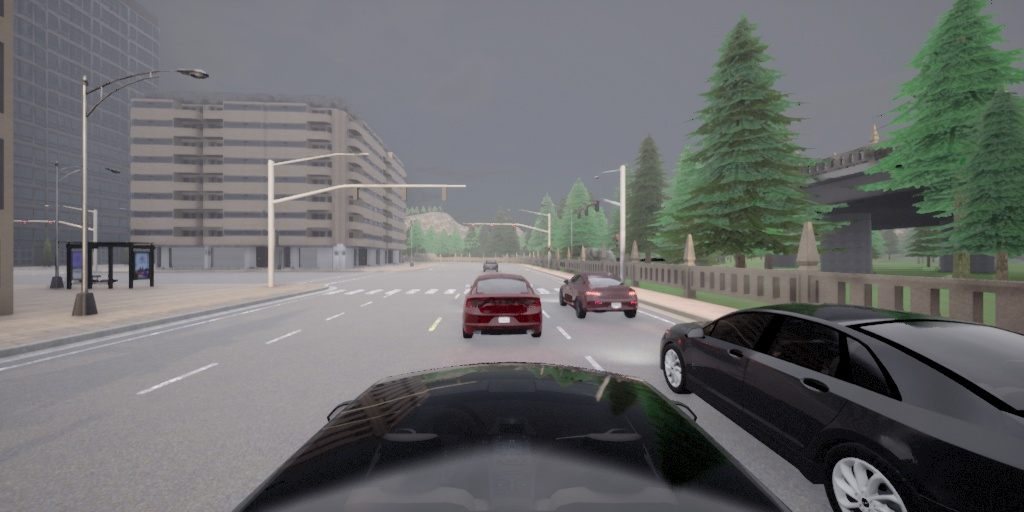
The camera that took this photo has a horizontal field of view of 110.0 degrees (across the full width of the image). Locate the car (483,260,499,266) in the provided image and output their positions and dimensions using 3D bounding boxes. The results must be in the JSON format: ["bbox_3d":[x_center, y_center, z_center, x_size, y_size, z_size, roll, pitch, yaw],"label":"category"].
[{"bbox_3d":[-2.691,1.226,45.576,2.128,1.511,4.902,0,0,-4],"label":"car"}]

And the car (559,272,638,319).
[{"bbox_3d":[2.922,1.272,12.765,1.812,1.442,4.674,0,0,-3],"label":"car"}]

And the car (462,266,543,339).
[{"bbox_3d":[-0.341,1.225,10.190,1.882,1.535,5.008,0,0,-4],"label":"car"}]

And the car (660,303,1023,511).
[{"bbox_3d":[3.257,1.254,3.775,1.837,1.490,4.892,0,0,0],"label":"car"}]
